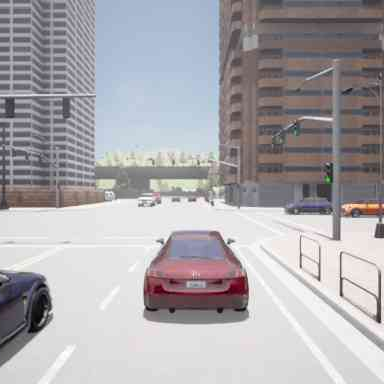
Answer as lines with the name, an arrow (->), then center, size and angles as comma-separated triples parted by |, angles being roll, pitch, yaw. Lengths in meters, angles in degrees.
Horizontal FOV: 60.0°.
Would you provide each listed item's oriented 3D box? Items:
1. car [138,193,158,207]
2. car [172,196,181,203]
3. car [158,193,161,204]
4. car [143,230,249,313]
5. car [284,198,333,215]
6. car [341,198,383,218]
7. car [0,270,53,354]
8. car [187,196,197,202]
car -> -7.057, 1.220, 52.122 | 2.150, 2.045, 5.566 | 0, 0, 0
car -> -3.416, 1.540, 71.907 | 2.033, 1.411, 5.357 | 0, 0, 0
car -> -7.015, 1.220, 62.543 | 2.150, 2.045, 5.566 | 0, 0, 1
car -> 0.085, 1.564, 7.731 | 1.994, 1.385, 4.181 | 0, 0, 0
car -> 11.565, 1.351, 33.168 | 4.553, 1.767, 2.097 | 0, 0, 2
car -> 15.539, 1.351, 29.584 | 4.553, 1.767, 2.097 | 0, 0, 1
car -> -3.437, 1.564, 4.159 | 1.994, 1.385, 4.181 | 0, 0, 0
car -> 0.053, 1.523, 73.367 | 2.128, 1.511, 4.902 | 0, 0, 0
